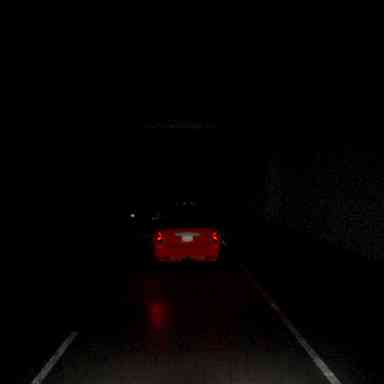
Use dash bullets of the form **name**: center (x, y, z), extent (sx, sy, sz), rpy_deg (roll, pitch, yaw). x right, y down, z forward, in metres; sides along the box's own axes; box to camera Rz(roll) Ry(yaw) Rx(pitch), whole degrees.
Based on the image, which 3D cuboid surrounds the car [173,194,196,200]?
- **car**: center (-0.771, 1.190, 33.786), extent (2.150, 2.045, 5.566), rpy_deg (0, 0, -1)

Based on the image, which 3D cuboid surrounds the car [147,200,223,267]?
- **car**: center (-0.184, 1.341, 11.549), extent (2.097, 1.767, 4.553), rpy_deg (0, 0, -2)

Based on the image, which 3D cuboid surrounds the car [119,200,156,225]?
- **car**: center (-4.028, 1.555, 24.280), extent (1.994, 1.385, 4.181), rpy_deg (0, 0, -2)

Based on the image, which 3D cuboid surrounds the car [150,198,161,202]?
- **car**: center (-4.479, 1.501, 40.636), extent (1.812, 1.442, 4.674), rpy_deg (0, 0, -2)

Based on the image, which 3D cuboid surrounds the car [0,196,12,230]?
- **car**: center (-11.030, 1.245, 16.860), extent (2.150, 2.045, 5.566), rpy_deg (0, 0, -1)
